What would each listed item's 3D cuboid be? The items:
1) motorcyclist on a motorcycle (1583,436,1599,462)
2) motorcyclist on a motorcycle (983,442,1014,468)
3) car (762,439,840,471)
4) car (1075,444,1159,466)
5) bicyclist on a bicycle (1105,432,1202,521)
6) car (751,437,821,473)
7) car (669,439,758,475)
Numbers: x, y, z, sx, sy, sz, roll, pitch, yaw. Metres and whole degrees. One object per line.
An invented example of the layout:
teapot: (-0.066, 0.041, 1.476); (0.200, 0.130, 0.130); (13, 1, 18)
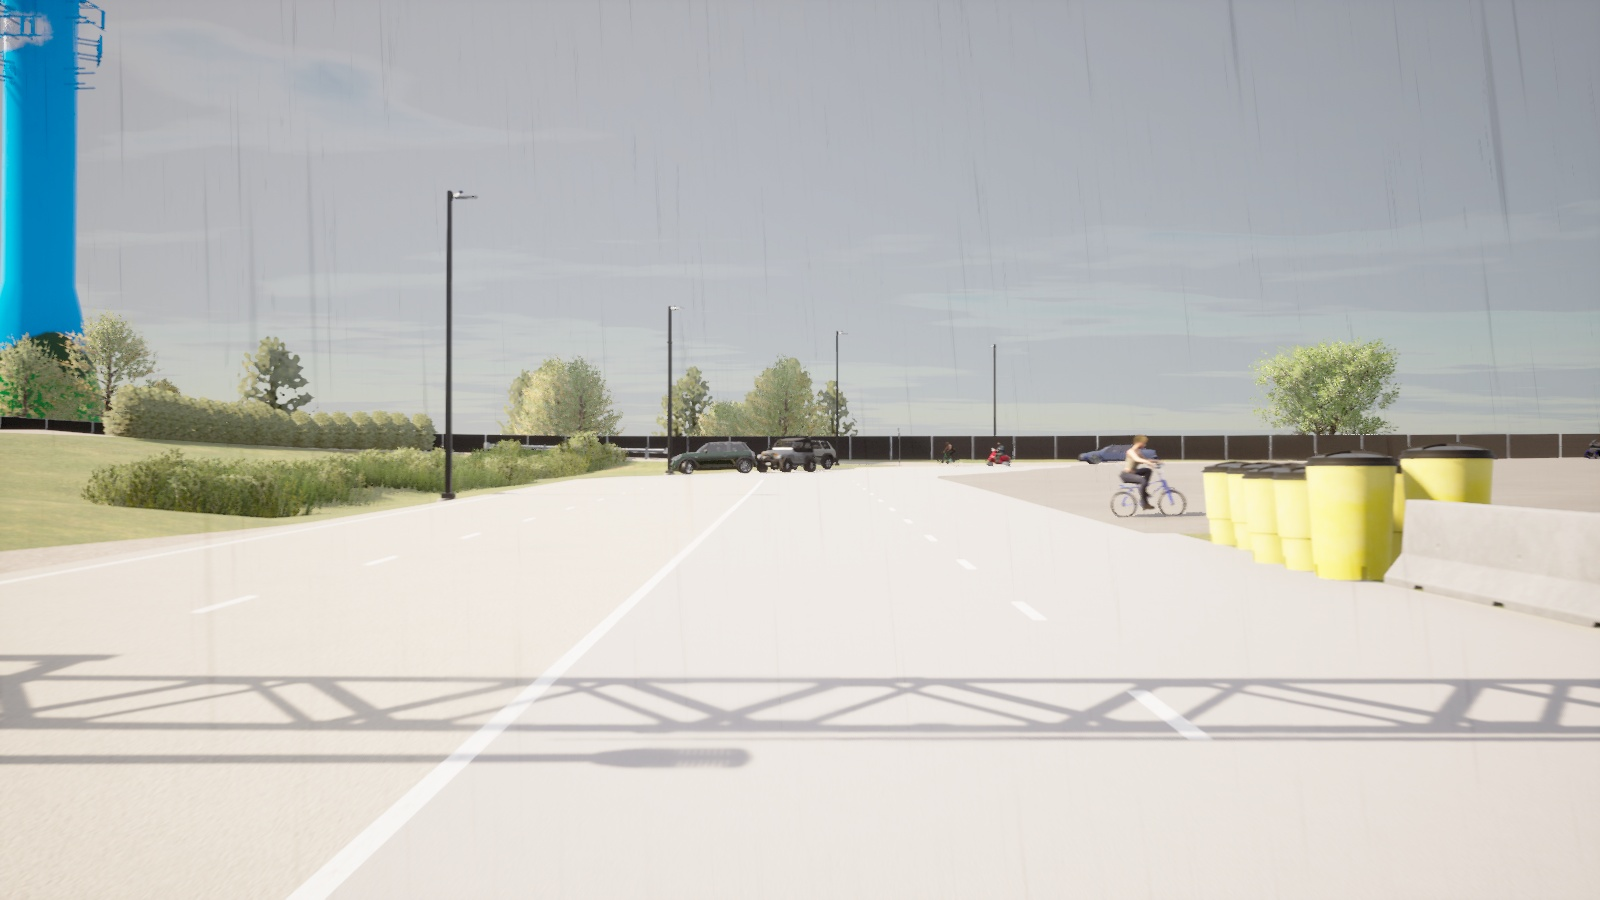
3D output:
motorcyclist on a motorcycle: (48.802, -0.073, 76.078); (2.191, 1.530, 0.866); (-1, 1, 40)
motorcyclist on a motorcycle: (12.641, 0.318, 80.035); (1.817, 1.590, 0.866); (0, 1, -25)
car: (0.083, 0.266, 74.938); (4.605, 1.855, 1.932); (-1, 1, -45)
car: (22.039, 0.367, 87.445); (5.357, 1.411, 2.033); (-1, -1, 5)
bicyclist on a bicycle: (6.770, 0.507, 24.065); (1.509, 1.612, 0.866); (-3, -1, 35)
car: (-0.735, 0.279, 68.209); (1.905, 1.878, 3.866); (-1, 0, 35)
car: (-4.579, 0.373, 66.110); (4.553, 1.767, 2.097); (-1, 0, -7)
